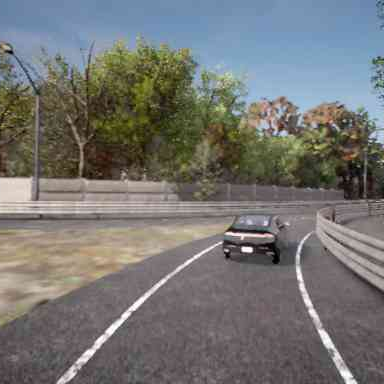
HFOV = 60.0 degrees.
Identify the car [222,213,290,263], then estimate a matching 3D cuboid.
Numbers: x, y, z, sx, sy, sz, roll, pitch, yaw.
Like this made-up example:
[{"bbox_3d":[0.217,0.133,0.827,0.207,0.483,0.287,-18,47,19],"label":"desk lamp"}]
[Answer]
[{"bbox_3d":[2.458,1.513,12.203,2.128,1.511,4.902,1,0,20],"label":"car"}]
